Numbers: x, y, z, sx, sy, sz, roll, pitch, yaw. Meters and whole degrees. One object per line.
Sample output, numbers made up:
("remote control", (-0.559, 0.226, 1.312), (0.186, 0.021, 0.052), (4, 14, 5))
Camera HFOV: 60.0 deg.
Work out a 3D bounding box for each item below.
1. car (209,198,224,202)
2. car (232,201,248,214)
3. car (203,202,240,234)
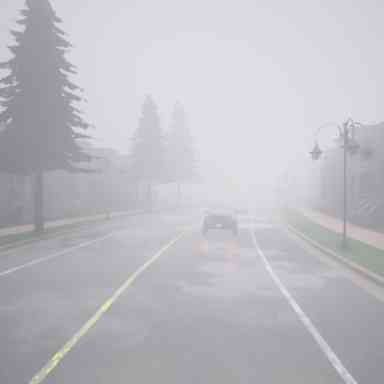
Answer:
("car", (3.190, 1.549, 43.927), (2.033, 1.411, 5.357), (0, 0, 14))
("car", (5.111, 1.609, 36.235), (1.895, 1.301, 4.718), (0, 0, 13))
("car", (1.703, 1.527, 19.293), (1.812, 1.442, 4.674), (0, 0, 8))
